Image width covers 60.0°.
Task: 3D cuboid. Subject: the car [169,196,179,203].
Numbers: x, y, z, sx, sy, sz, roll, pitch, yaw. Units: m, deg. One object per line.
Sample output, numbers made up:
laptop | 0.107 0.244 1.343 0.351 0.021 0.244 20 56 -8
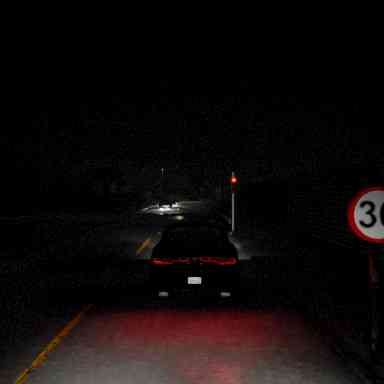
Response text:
car | -3.820 1.595 70.453 1.895 1.301 4.718 0 0 0

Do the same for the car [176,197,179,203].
car | -3.918 1.492 60.401 2.128 1.511 4.902 0 0 0

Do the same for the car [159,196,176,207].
car | -3.965 1.491 50.921 2.128 1.511 4.902 0 0 0

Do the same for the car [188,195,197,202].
car | 0.182 1.339 71.375 1.812 1.442 4.674 0 0 0

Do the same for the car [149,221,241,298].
car | 0.073 1.478 8.600 1.882 1.535 5.008 0 0 1
